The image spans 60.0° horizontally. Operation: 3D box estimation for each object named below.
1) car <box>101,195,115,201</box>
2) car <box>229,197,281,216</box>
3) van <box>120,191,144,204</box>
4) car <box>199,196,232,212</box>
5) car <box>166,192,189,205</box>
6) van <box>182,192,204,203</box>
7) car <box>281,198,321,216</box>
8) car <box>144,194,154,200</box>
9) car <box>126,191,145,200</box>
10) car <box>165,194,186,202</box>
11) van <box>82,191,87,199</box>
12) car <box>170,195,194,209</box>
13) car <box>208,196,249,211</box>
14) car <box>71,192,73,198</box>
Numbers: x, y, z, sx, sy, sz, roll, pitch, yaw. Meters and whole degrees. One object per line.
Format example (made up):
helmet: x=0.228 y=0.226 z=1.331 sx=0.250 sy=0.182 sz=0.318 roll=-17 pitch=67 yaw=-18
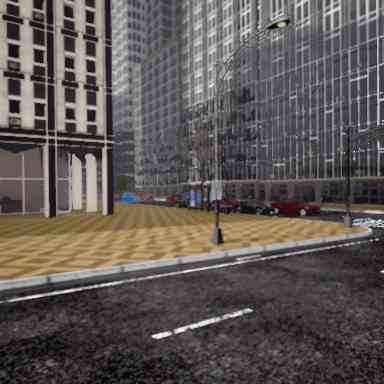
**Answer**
car: x=-16.392 y=1.085 z=64.646 sx=2.008 sy=1.369 sz=4.403 roll=0 pitch=1 yaw=-34
car: x=5.940 y=1.469 z=31.720 sx=1.947 sy=1.339 sz=4.313 roll=0 pitch=1 yaw=-34
van: x=-9.980 y=0.983 z=55.257 sx=1.690 sy=1.788 sz=3.998 roll=0 pitch=1 yaw=-34
car: x=2.749 y=1.433 z=36.425 sx=1.802 sy=1.307 sz=4.206 roll=0 pitch=1 yaw=-34
car: x=-1.472 y=1.062 z=47.365 sx=2.097 sy=1.767 sz=4.553 roll=-1 pitch=1 yaw=-35
van: x=0.146 y=0.917 z=55.288 sx=1.690 sy=1.788 sz=3.998 roll=0 pitch=1 yaw=-34
car: x=9.622 y=1.366 z=31.137 sx=1.882 sy=1.535 sz=5.008 roll=-1 pitch=1 yaw=-34
car: x=-9.471 y=0.997 z=69.372 sx=1.802 sy=1.307 sz=4.206 roll=0 pitch=1 yaw=-34
car: x=-12.677 y=0.676 z=74.062 sx=2.192 sy=1.841 sz=5.009 roll=0 pitch=1 yaw=-34
car: x=-3.060 y=1.105 z=59.984 sx=1.802 sy=1.307 sz=4.206 roll=0 pitch=1 yaw=-34
van: x=-26.008 y=0.713 z=78.724 sx=1.690 sy=1.788 sz=3.998 roll=0 pitch=1 yaw=-34
car: x=-0.408 y=1.365 z=41.151 sx=1.947 sy=1.339 sz=4.313 roll=0 pitch=1 yaw=-34
car: x=4.202 y=1.279 z=39.074 sx=1.882 sy=1.535 sz=5.008 roll=-1 pitch=1 yaw=-34
car: x=-29.213 y=0.758 z=83.417 sx=1.967 sy=1.590 sz=4.097 roll=0 pitch=1 yaw=-34
